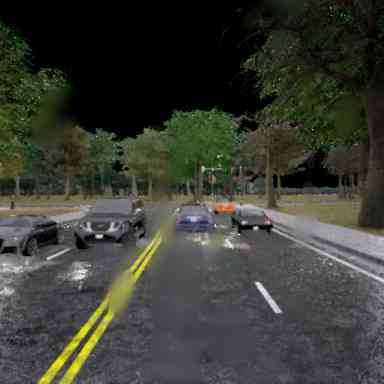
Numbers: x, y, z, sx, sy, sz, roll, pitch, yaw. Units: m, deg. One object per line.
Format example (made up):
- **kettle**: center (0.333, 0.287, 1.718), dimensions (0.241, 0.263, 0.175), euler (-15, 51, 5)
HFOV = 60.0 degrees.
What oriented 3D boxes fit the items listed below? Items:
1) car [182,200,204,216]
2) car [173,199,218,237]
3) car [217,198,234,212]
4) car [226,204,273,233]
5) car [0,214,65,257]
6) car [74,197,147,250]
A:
- **car**: center (0.099, 1.569, 34.666), dimensions (2.033, 1.411, 5.357), euler (0, 0, 0)
- **car**: center (0.098, 1.374, 18.307), dimensions (2.097, 1.767, 4.553), euler (0, 0, 0)
- **car**: center (3.347, 1.377, 35.718), dimensions (2.097, 1.767, 4.553), euler (0, 0, -1)
- **car**: center (3.337, 1.624, 19.612), dimensions (1.895, 1.301, 4.718), euler (0, 0, 0)
- **car**: center (-6.582, 1.581, 12.930), dimensions (1.994, 1.385, 4.181), euler (0, 0, 0)
- **car**: center (-3.326, 1.241, 14.760), dimensions (2.150, 2.045, 5.566), euler (0, 0, 0)
